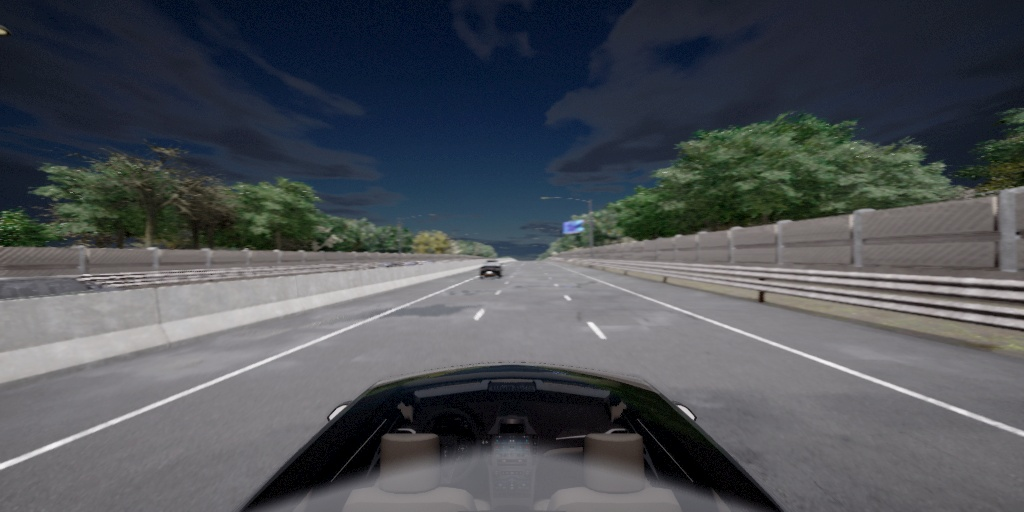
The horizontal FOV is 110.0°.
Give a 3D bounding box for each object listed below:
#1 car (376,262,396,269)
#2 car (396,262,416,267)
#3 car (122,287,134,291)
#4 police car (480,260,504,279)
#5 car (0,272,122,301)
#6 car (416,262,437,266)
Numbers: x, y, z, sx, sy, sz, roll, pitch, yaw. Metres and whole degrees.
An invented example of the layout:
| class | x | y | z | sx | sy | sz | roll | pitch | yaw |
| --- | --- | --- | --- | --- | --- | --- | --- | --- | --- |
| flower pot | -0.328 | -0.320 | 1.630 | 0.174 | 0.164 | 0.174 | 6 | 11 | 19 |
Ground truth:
| class | x | y | z | sx | sy | sz | roll | pitch | yaw |
| --- | --- | --- | --- | --- | --- | --- | --- | --- | --- |
| car | -18.398 | 1.603 | 53.144 | 2.128 | 1.511 | 4.902 | -1 | 0 | 3 |
| car | -14.863 | 1.595 | 53.532 | 2.033 | 1.411 | 5.357 | -1 | 0 | 3 |
| car | -16.972 | 1.617 | 12.878 | 2.033 | 1.411 | 5.357 | -1 | 0 | 3 |
| police car | -1.824 | 1.229 | 33.659 | 1.930 | 1.638 | 5.238 | -1 | 0 | 3 |
| car | -13.661 | 1.359 | 9.172 | 2.097 | 1.767 | 4.553 | -1 | 0 | 3 |
| car | -11.539 | 1.508 | 50.507 | 1.812 | 1.442 | 4.674 | -1 | 0 | 3 |
